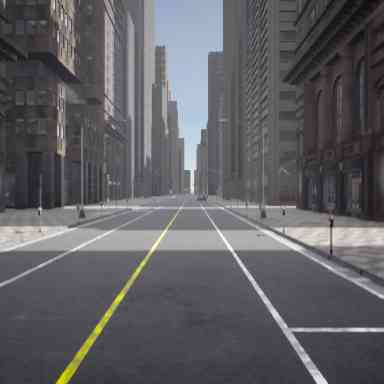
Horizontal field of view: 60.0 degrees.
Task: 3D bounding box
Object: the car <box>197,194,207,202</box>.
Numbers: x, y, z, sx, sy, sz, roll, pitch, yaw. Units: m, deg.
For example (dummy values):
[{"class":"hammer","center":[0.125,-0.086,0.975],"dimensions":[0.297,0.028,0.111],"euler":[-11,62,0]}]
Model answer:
[{"class":"car","center":[2.387,1.367,79.772],"dimensions":[2.097,1.767,4.553],"euler":[0,0,0]}]
